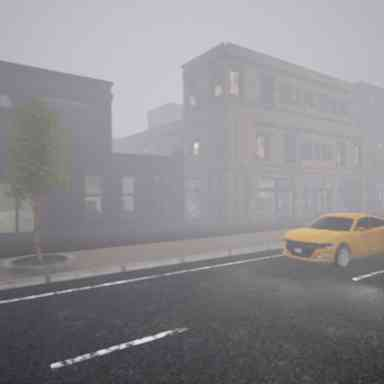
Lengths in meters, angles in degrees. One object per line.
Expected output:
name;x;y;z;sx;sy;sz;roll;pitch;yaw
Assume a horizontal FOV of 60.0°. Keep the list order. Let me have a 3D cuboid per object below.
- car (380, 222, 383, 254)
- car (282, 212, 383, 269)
car;7.083;1.518;8.736;4.674;1.442;1.812;0;0;-35
car;5.203;1.470;11.387;5.008;1.535;1.882;0;0;-35
